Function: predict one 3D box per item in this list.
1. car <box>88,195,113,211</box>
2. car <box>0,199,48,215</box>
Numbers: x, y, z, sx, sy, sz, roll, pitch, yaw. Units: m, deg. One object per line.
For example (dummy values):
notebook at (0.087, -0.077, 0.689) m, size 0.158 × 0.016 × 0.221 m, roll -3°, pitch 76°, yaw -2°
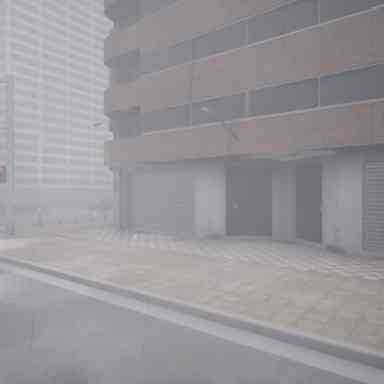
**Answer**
car at (-10.499, 1.503, 40.939) m, size 1.837 × 1.490 × 4.892 m, roll 0°, pitch 0°, yaw 37°
car at (-16.749, 1.503, 32.686) m, size 1.837 × 1.490 × 4.892 m, roll 0°, pitch 0°, yaw 37°
